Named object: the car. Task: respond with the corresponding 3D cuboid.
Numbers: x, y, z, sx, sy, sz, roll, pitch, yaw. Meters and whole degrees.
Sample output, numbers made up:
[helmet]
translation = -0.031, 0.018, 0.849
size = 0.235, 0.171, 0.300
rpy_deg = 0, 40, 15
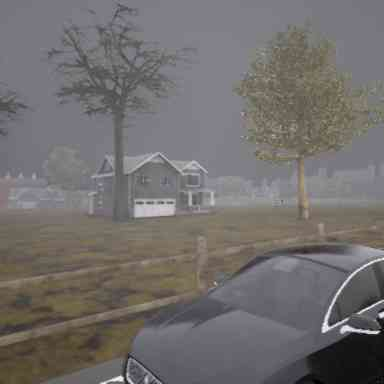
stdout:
[car]
translation = 1.539, 1.490, 4.209
size = 4.892, 1.490, 1.837
rpy_deg = -1, 0, -36
